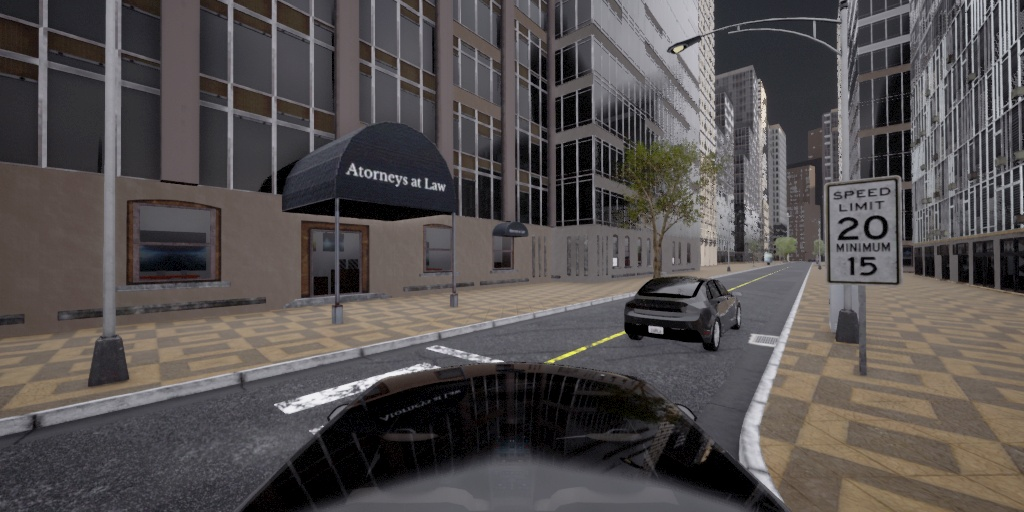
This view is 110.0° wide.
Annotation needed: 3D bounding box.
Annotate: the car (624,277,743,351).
[{"bbox_3d":[4.488,1.257,9.145,1.837,1.490,4.892,-1,0,40],"label":"car"}]
